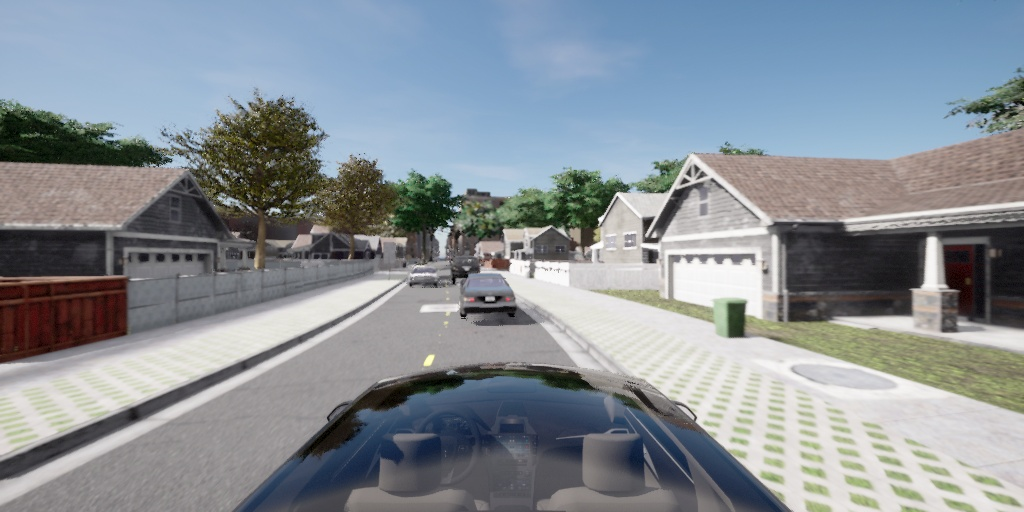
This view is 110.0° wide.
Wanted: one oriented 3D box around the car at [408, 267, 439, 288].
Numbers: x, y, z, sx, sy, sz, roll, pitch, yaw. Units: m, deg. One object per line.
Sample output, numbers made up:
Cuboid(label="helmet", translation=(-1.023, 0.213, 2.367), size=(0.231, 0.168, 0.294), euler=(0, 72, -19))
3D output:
Cuboid(label="car", translation=(-6.009, 1.414, 24.680), size=(1.895, 1.301, 4.718), euler=(0, 0, -11))

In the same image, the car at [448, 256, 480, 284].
Cuboid(label="car", translation=(-3.690, 1.033, 28.098), size=(2.150, 2.045, 5.566), euler=(0, 0, -11))

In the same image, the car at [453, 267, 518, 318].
Cuboid(label="car", translation=(-0.999, 1.323, 13.121), size=(2.033, 1.411, 5.357), euler=(0, 0, -8))
